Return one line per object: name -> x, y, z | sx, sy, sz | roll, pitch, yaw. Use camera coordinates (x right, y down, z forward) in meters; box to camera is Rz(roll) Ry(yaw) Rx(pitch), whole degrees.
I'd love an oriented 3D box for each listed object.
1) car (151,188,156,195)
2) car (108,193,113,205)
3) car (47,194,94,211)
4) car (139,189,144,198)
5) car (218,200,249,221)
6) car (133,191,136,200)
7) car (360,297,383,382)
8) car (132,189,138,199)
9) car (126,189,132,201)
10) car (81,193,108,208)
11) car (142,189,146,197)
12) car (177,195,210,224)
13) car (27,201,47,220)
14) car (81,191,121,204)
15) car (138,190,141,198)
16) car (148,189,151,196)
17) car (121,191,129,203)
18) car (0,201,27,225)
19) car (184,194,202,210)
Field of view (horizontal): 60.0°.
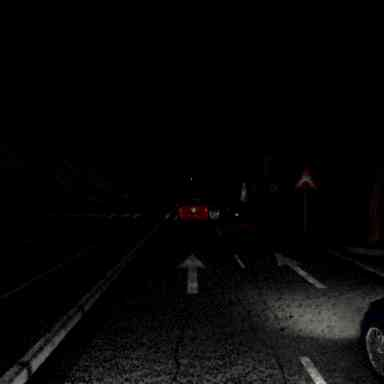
car -> -13.821, 0.130, 94.034 | 5.566, 2.045, 2.435 | -1, 1, -20
car -> -13.835, 1.265, 46.031 | 4.674, 1.452, 2.002 | -1, 0, -20
car -> -13.812, 1.316, 37.035 | 4.792, 1.488, 2.163 | -1, 0, -20
car -> -13.803, 0.809, 73.053 | 5.008, 1.535, 2.097 | -1, 2, -20
car -> 3.104, 1.355, 25.480 | 2.128, 1.511, 4.902 | 0, 0, 0
car -> -13.819, 1.032, 64.056 | 4.674, 1.452, 2.002 | -1, 1, -20
car -> 3.101, 1.516, 2.400 | 1.812, 1.442, 4.674 | 0, 0, 0
car -> -13.847, 0.807, 67.041 | 4.553, 1.767, 2.185 | -1, 1, -20
car -> -13.850, 0.837, 58.028 | 5.566, 2.045, 2.435 | -1, 1, -20
car -> -14.005, 1.249, 42.958 | 5.366, 1.575, 1.946 | -1, 1, -20
car -> -13.779, 0.707, 79.069 | 4.792, 1.488, 2.163 | -1, 1, -20
car -> 0.104, 1.203, 22.885 | 2.097, 1.767, 4.553 | 0, -1, 0
car -> -13.821, 1.386, 25.029 | 4.792, 1.488, 2.163 | -1, 0, -20
car -> -13.806, 0.950, 49.048 | 5.566, 2.045, 2.435 | -1, 0, -20
car -> -13.815, 0.913, 70.054 | 4.674, 1.452, 2.002 | -1, 1, -20
car -> -13.782, 0.363, 82.066 | 5.566, 2.045, 2.435 | -1, 1, -20
car -> -13.652, 1.124, 55.104 | 5.366, 1.575, 1.946 | -1, 0, -20
car -> -13.844, 1.414, 22.010 | 4.674, 1.452, 2.002 | -1, 1, -20
car -> 0.106, 1.128, 40.256 | 2.097, 1.767, 4.553 | 0, 0, 0
